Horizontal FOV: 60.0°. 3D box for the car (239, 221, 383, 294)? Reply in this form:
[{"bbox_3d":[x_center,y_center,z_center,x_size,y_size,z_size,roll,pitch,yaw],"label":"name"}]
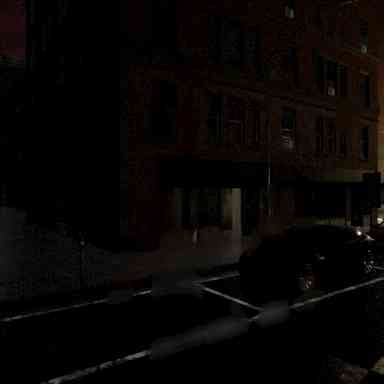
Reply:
[{"bbox_3d":[3.185,1.565,8.816,4.313,1.339,1.947,0,0,-36],"label":"car"}]
